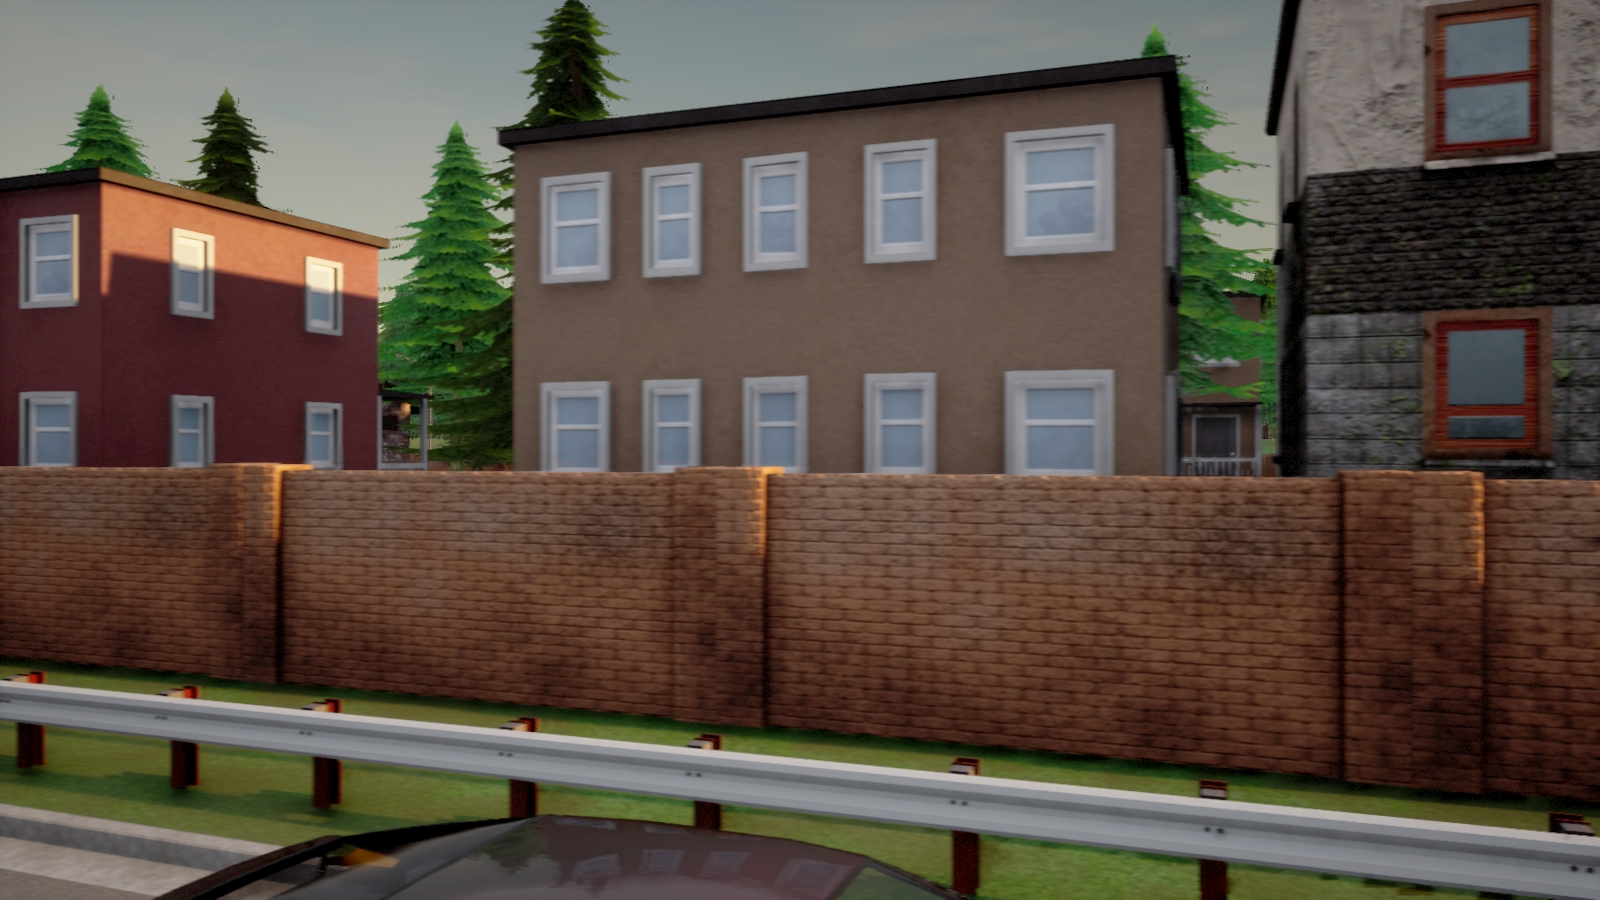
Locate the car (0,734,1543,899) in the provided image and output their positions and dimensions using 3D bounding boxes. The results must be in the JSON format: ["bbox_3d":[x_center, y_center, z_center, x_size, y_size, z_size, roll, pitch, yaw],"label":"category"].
[{"bbox_3d":[-0.242,2.038,3.392,4.514,1.525,2.007,0,0,20],"label":"car"}]
